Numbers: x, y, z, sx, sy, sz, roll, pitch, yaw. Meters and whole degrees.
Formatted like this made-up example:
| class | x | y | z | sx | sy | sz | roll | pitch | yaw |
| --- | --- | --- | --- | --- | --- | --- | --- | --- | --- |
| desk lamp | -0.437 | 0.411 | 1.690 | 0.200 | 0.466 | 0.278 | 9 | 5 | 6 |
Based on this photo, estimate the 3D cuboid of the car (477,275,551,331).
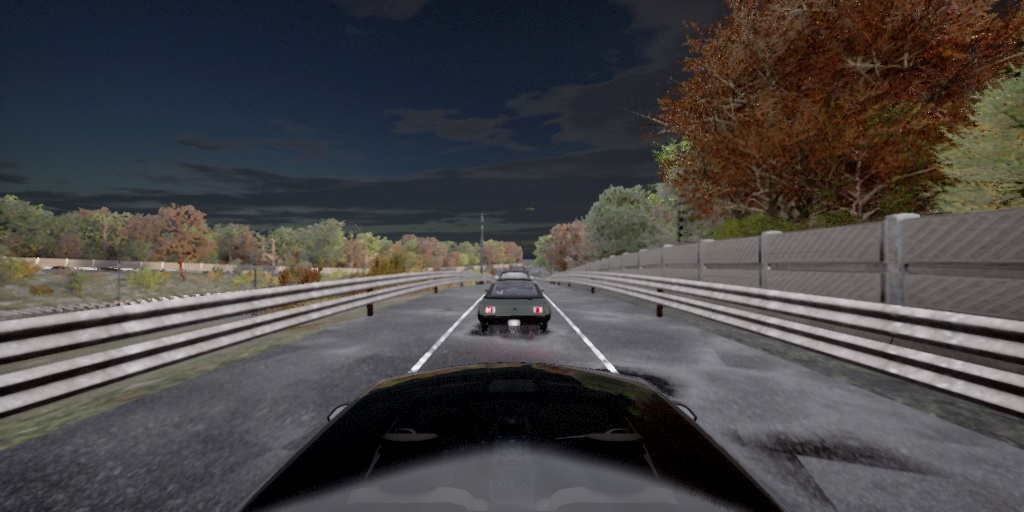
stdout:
| class | x | y | z | sx | sy | sz | roll | pitch | yaw |
| --- | --- | --- | --- | --- | --- | --- | --- | --- | --- |
| car | 0.068 | 1.423 | 11.226 | 1.895 | 1.301 | 4.718 | 0 | -1 | 0 |

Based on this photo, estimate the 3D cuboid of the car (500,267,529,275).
| class | x | y | z | sx | sy | sz | roll | pitch | yaw |
| --- | --- | --- | --- | --- | --- | --- | --- | --- | --- |
| car | 0.124 | 1.475 | 18.746 | 1.882 | 1.535 | 5.008 | 0 | -2 | 0 |
